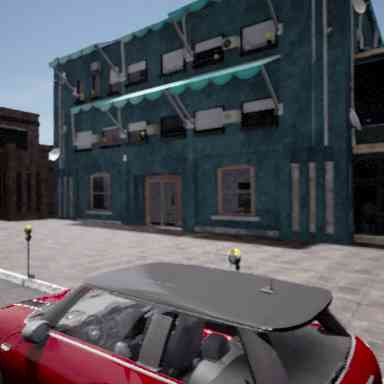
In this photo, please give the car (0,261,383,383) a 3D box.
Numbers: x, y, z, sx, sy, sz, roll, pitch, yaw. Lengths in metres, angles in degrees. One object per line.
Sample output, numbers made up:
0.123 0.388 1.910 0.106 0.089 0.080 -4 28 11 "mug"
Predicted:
-0.478 1.432 3.228 4.097 1.590 1.967 0 -1 35 "car"
